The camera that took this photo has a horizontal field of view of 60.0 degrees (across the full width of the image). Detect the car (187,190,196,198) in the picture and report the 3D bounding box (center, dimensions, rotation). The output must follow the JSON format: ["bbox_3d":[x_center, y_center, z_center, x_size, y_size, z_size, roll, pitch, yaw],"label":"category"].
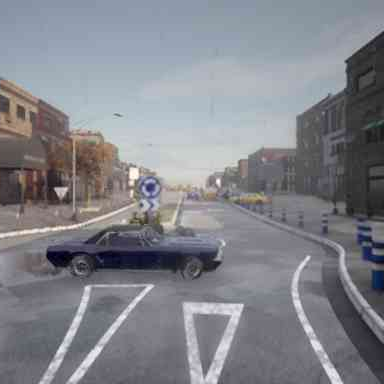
[{"bbox_3d":[-0.100,0.354,68.848,1.882,1.535,5.008,0,1,-1],"label":"car"}]

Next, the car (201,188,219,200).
[{"bbox_3d":[3.127,0.564,58.561,1.882,1.535,5.008,0,1,0],"label":"car"}]

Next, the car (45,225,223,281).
[{"bbox_3d":[-1.483,1.627,9.488,4.718,1.301,1.895,0,0,5],"label":"car"}]

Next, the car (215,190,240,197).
[{"bbox_3d":[7.518,0.330,70.538,5.008,1.535,2.097,0,1,-1],"label":"car"}]

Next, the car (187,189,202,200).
[{"bbox_3d":[0.125,0.433,58.730,2.097,1.767,4.553,0,1,-1],"label":"car"}]

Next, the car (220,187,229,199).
[{"bbox_3d":[7.824,0.426,54.002,5.566,2.045,2.435,0,1,-1],"label":"car"}]

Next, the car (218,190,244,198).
[{"bbox_3d":[7.613,0.432,65.029,4.892,1.521,2.231,0,1,-1],"label":"car"}]

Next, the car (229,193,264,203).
[{"bbox_3d":[7.893,0.862,48.501,4.674,1.452,2.002,0,1,-1],"label":"car"}]

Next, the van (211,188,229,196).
[{"bbox_3d":[7.159,-0.086,84.313,4.442,1.987,1.878,0,1,-1],"label":"van"}]

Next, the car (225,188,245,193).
[{"bbox_3d":[7.810,0.622,51.251,4.553,1.767,2.185,0,1,-1],"label":"car"}]

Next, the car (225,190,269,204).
[{"bbox_3d":[7.751,0.896,45.741,5.366,1.575,1.946,0,2,-1],"label":"car"}]

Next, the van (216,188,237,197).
[{"bbox_3d":[7.582,0.061,73.171,4.442,1.987,1.878,0,1,-1],"label":"van"}]
